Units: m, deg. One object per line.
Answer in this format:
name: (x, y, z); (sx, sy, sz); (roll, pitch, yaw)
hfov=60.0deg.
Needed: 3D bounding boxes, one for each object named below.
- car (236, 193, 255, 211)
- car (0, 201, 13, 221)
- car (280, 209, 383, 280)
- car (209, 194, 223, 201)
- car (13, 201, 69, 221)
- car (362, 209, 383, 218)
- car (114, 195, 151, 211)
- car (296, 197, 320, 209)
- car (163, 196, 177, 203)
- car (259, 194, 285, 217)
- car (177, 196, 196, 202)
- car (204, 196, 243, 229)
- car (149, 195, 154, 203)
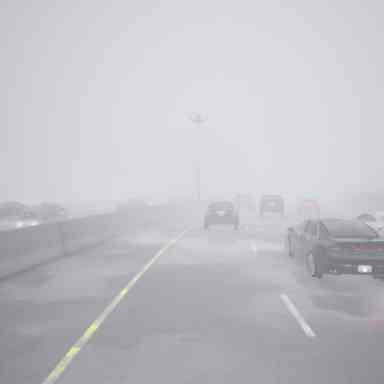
car: (6.508, 1.181, 41.019); (2.150, 2.045, 5.566); (0, 0, 16)
car: (-15.027, 1.443, 26.820); (1.812, 1.442, 4.674); (0, 0, 10)
car: (4.132, 1.502, 10.022); (1.837, 1.490, 4.892); (0, 0, 4)
car: (5.371, 1.184, 74.332); (2.128, 1.511, 4.902); (0, 0, 17)
car: (-11.574, 1.492, 26.232); (1.994, 1.385, 4.181); (0, 0, 10)
car: (8.058, 1.528, 14.283); (1.812, 1.442, 4.674); (0, 0, 6)
car: (-6.308, 1.410, 34.402); (1.882, 1.535, 5.008); (0, 0, 13)
car: (11.934, 1.337, 34.343); (2.097, 1.767, 4.553); (0, 0, 15)
car: (-4.199, 1.509, 66.778); (1.895, 1.301, 4.718); (0, 0, 17)
car: (7.391, 1.198, 30.832); (2.150, 2.045, 5.566); (0, 0, 13)
car: (-0.719, 1.454, 66.212); (2.033, 1.411, 5.357); (0, 0, 17)
car: (2.054, 1.326, 21.773); (2.097, 1.767, 4.553); (0, 0, 9)
car: (-8.818, 1.382, 63.599); (1.837, 1.490, 4.892); (0, 0, 17)
